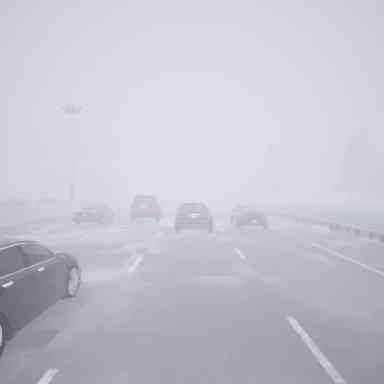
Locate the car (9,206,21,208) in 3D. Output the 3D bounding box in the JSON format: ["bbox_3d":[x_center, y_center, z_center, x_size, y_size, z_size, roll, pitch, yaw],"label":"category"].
[{"bbox_3d":[-22.222,1.474,41.857,1.882,1.535,5.008,0,0,-6],"label":"car"}]

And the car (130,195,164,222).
[{"bbox_3d":[-3.494,1.222,26.333,2.150,2.045,5.566,0,0,-1],"label":"car"}]

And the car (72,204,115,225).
[{"bbox_3d":[-6.933,1.547,23.923,2.033,1.411,5.357,0,0,-1],"label":"car"}]

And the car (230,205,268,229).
[{"bbox_3d":[3.588,1.528,21.399,1.812,1.442,4.674,0,0,0],"label":"car"}]

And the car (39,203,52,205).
[{"bbox_3d":[-18.867,1.504,43.316,1.837,1.490,4.892,0,-1,-6],"label":"car"}]

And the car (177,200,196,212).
[{"bbox_3d":[-0.681,1.603,39.111,1.895,1.301,4.718,0,0,-5],"label":"car"}]

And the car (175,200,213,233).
[{"bbox_3d":[0.096,1.353,19.947,2.097,1.767,4.553,0,0,0],"label":"car"}]

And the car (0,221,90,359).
[{"bbox_3d":[-3.398,1.504,5.534,1.837,1.490,4.892,0,0,0],"label":"car"}]
